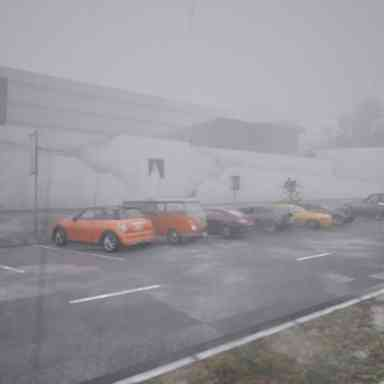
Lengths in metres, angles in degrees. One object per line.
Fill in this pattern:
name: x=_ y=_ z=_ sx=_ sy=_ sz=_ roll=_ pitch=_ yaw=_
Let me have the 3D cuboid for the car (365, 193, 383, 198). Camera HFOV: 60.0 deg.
car: x=15.625 y=1.096 z=27.768 sx=5.566 sy=2.045 sz=2.435 roll=-1 pitch=0 yaw=35

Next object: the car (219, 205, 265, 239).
car: x=1.068 y=1.528 z=17.363 sx=4.674 sy=1.452 sz=2.002 roll=-1 pitch=0 yaw=35

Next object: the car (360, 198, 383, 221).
car: x=13.226 y=1.420 z=26.020 sx=4.674 sy=1.452 sz=2.002 roll=-1 pitch=0 yaw=35

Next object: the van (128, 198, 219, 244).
van: x=-1.264 y=1.270 z=15.581 sx=4.442 sy=1.987 sz=1.878 roll=-1 pitch=-1 yaw=35

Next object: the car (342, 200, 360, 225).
car: x=8.387 y=1.467 z=22.546 sx=4.792 sy=1.488 sz=2.163 roll=-1 pitch=-1 yaw=35

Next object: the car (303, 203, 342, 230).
car: x=6.086 y=1.453 z=20.731 sx=5.366 sy=1.575 sz=1.946 roll=-1 pitch=-1 yaw=35

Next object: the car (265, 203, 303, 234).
car: x=3.471 y=1.509 z=19.112 sx=4.792 sy=1.488 sz=2.163 roll=-1 pitch=0 yaw=35

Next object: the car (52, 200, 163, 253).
car: x=-3.775 y=1.373 z=13.888 sx=4.553 sy=1.767 sz=2.185 roll=-1 pitch=-1 yaw=35
